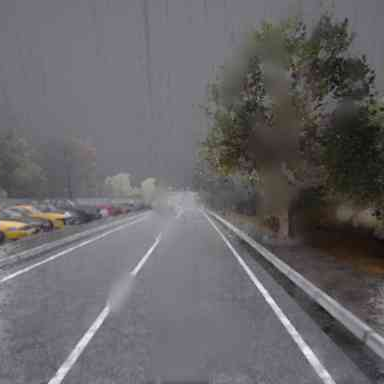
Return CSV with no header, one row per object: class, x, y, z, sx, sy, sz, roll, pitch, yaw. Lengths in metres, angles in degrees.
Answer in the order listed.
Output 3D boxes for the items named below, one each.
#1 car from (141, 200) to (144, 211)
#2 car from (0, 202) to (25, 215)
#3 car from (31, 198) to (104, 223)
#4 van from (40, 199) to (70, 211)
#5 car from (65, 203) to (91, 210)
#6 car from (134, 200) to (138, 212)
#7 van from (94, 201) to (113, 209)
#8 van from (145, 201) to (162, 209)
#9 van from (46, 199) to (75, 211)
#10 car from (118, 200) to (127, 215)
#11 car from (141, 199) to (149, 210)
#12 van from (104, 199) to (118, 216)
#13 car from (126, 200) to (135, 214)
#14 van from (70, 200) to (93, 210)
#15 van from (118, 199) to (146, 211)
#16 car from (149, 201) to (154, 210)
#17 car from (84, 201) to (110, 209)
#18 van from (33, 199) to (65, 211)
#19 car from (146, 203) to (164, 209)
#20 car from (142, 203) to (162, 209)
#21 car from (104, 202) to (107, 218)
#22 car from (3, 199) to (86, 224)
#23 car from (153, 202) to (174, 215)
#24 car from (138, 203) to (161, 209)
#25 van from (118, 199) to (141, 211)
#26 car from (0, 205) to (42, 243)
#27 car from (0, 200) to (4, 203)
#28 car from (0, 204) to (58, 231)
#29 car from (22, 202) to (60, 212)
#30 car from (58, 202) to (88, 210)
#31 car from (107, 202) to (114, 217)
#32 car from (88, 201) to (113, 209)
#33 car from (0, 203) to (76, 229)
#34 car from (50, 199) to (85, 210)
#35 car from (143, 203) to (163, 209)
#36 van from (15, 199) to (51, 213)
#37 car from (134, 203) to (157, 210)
car,-10.333,2.314,51.409,4.792,1.488,2.163,0,-2,0
car,-23.386,2.043,40.493,4.892,1.521,2.231,0,-1,0
car,-10.294,1.481,26.429,5.566,2.045,2.435,0,-1,0
van,-23.495,2.245,57.096,4.442,1.987,1.878,0,-2,0
car,-23.368,2.934,68.159,4.674,1.452,2.002,0,-2,0
car,-10.310,2.201,45.852,4.674,1.452,2.002,0,-1,0
van,-23.238,3.408,87.546,4.442,1.987,1.878,0,-2,0
van,-10.390,3.512,90.232,4.442,1.987,1.878,0,-2,0
van,-23.493,2.346,59.739,4.442,1.987,1.878,0,-2,0
car,-10.320,1.977,37.526,5.008,1.535,2.097,0,-1,0
car,-10.330,2.109,54.168,5.566,2.045,2.435,0,-2,0
van,-10.433,1.690,34.755,4.442,1.987,1.878,0,-1,0
car,-10.280,2.129,43.075,4.792,1.488,2.163,0,-1,0
van,-23.485,2.769,70.812,4.442,1.987,1.878,0,-2,0
van,-10.182,2.240,56.942,4.442,1.987,1.878,0,-2,0
car,-10.289,2.678,62.481,5.008,1.535,2.097,0,-2,0
car,-23.331,3.172,82.012,5.566,2.045,2.435,0,-2,0
van,-23.264,2.135,54.195,4.442,1.987,1.878,0,-2,0
car,-10.300,3.873,92.997,4.792,1.488,2.163,0,-2,0
car,-10.248,3.555,84.674,4.792,1.488,2.163,0,-2,0
car,-10.350,1.823,29.199,4.792,1.488,2.163,0,-1,0
car,-10.356,1.548,23.656,4.553,1.767,2.185,0,-1,0
car,-3.330,2.189,41.515,1.895,1.301,4.718,0,-1,0
car,-10.096,3.310,79.126,5.366,1.575,1.946,0,-2,0
van,-10.189,1.997,48.633,4.442,1.987,1.878,0,-1,0
car,-10.146,1.533,15.336,5.366,1.575,1.946,0,-1,0
car,-23.389,1.981,37.723,5.008,1.535,2.097,0,-1,0
car,-10.335,1.575,18.105,4.892,1.521,2.231,0,-1,0
car,-23.388,2.287,51.570,5.008,1.535,2.097,0,-1,0
car,-23.367,2.788,65.392,5.008,1.535,2.097,0,-2,0
car,-10.321,1.895,31.974,4.674,1.452,2.002,0,-1,0
car,-23.329,3.277,84.780,5.566,2.045,2.435,0,-2,0
car,-10.334,1.619,20.877,5.008,1.535,2.097,0,-1,0
car,-23.346,2.427,62.509,5.566,2.045,2.435,0,-2,0
car,-10.246,3.661,87.448,4.792,1.488,2.163,0,-2,0
van,-23.268,2.000,48.805,4.442,1.987,1.878,0,-1,0
car,-10.280,3.103,73.578,4.892,1.521,2.231,0,-2,0
